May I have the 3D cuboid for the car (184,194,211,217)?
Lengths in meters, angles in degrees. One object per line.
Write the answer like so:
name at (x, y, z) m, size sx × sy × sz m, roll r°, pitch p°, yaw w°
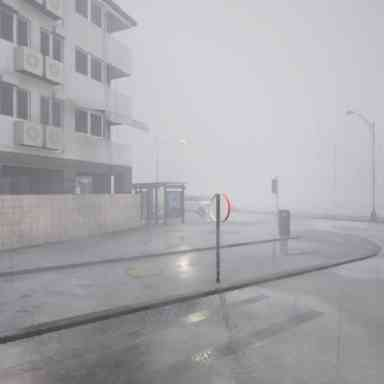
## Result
car at (0.652, 1.221, 31.642) m, size 2.150 × 2.045 × 5.566 m, roll 0°, pitch 0°, yaw -35°
